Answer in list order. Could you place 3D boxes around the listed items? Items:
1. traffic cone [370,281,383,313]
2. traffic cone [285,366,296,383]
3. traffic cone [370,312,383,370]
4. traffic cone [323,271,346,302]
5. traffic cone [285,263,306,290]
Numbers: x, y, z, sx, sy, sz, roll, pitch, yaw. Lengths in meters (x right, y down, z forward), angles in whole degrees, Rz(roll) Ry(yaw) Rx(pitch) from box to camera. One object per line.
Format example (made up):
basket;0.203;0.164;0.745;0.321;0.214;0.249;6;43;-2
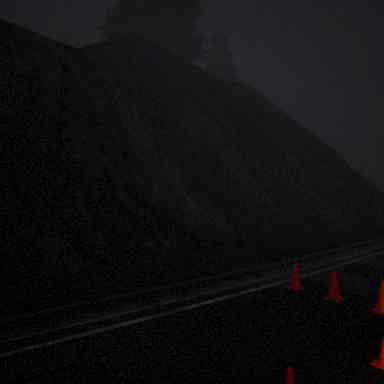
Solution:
traffic cone;3.626;1.982;6.309;0.340;0.580;0.340;0;0;-35
traffic cone;0.943;1.970;3.178;0.340;0.580;0.340;0;0;-35
traffic cone;2.574;1.974;4.336;0.340;0.580;0.340;0;0;-35
traffic cone;3.047;1.986;7.124;0.340;0.580;0.340;0;0;-35
traffic cone;2.469;1.990;7.940;0.340;0.580;0.340;0;0;-35
